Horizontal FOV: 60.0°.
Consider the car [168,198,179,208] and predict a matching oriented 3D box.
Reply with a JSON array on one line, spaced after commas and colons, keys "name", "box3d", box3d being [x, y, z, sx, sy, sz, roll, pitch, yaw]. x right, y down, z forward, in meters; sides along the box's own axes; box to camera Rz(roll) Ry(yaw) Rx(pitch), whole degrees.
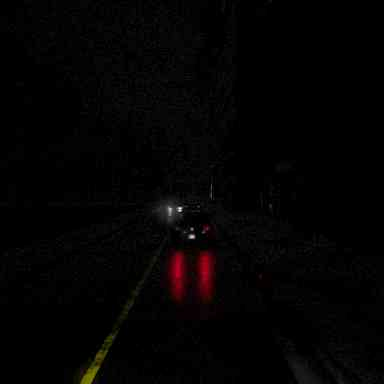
[{"name": "car", "box3d": [-2.520, 1.574, 50.304, 1.812, 1.442, 4.674, 0, 0, 0]}]

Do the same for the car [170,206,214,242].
[{"name": "car", "box3d": [0.017, 1.602, 16.391, 1.895, 1.301, 4.718, 0, 0, 0]}]

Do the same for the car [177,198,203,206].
[{"name": "car", "box3d": [0.021, 1.507, 31.645, 2.128, 1.511, 4.902, 0, 0, 0]}]
